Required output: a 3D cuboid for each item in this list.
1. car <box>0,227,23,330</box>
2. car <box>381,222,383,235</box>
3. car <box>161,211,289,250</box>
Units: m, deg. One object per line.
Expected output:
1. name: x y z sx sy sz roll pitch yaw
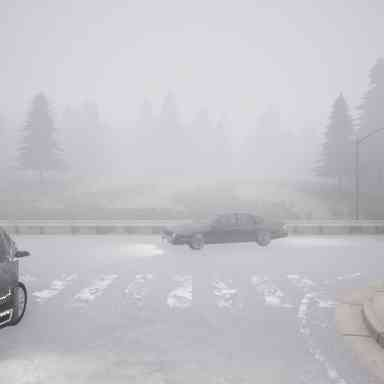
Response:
1. car: -4.457 1.505 6.571 1.837 1.490 4.892 0 0 -28
2. car: 11.239 1.492 15.089 4.902 1.511 2.128 0 0 0
3. car: 1.460 1.547 14.211 5.357 1.411 2.033 0 0 -20
